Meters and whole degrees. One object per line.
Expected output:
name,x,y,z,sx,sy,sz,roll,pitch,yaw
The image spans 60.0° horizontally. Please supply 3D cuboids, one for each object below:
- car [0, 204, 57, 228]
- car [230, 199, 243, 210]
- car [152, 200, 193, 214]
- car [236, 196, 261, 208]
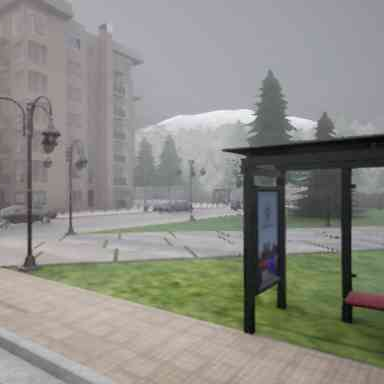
car,-11.968,1.587,23.272,2.128,1.511,4.902,0,0,36
car,6.902,1.625,42.905,2.033,1.411,5.357,0,0,36
car,-2.013,1.644,36.944,2.033,1.411,5.357,0,0,36
car,8.847,1.500,51.702,2.097,1.767,4.553,0,0,36
